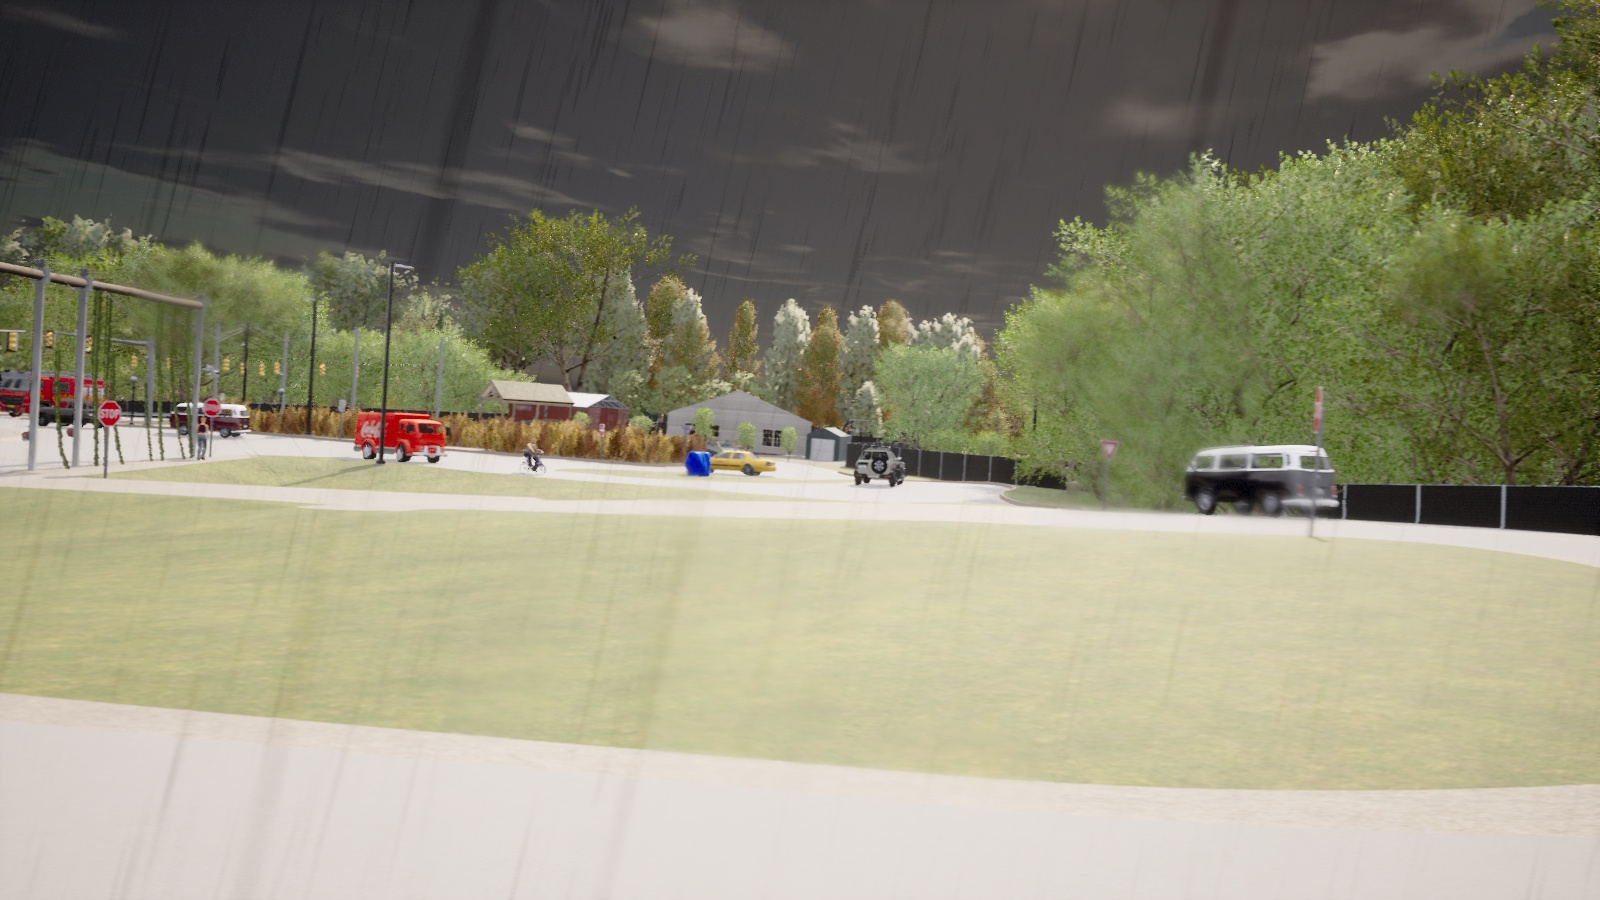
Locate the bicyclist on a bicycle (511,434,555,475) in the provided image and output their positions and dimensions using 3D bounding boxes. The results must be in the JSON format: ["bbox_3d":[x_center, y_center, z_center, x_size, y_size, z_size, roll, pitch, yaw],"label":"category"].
[{"bbox_3d":[-11.373,0.194,53.523,1.509,1.612,0.866,4,0,31],"label":"bicyclist on a bicycle"}]

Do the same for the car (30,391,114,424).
[{"bbox_3d":[-45.984,-2.672,79.367,4.605,1.855,1.932,3,2,17],"label":"car"}]

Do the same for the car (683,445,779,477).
[{"bbox_3d":[-4.083,0.642,74.798,5.366,1.575,1.801,3,1,12],"label":"car"}]

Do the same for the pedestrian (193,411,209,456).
[{"bbox_3d":[-25.178,-0.700,52.814,0.345,1.836,0.594,4,2,-7],"label":"pedestrian"}]

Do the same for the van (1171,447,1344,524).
[{"bbox_3d":[13.160,1.020,36.402,2.069,2.038,4.480,3,-2,-27],"label":"van"}]

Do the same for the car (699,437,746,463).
[{"bbox_3d":[-5.587,0.007,90.376,2.007,1.525,4.514,3,2,-21],"label":"car"}]

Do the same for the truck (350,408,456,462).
[{"bbox_3d":[-20.184,-0.780,63.765,5.204,2.467,2.627,3,1,39],"label":"truck"}]

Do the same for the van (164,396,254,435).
[{"bbox_3d":[-36.279,-2.134,77.156,4.480,2.038,2.069,4,3,-1],"label":"van"}]

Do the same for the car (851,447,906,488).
[{"bbox_3d":[3.840,0.806,60.639,1.932,1.855,4.605,2,1,12],"label":"car"}]
